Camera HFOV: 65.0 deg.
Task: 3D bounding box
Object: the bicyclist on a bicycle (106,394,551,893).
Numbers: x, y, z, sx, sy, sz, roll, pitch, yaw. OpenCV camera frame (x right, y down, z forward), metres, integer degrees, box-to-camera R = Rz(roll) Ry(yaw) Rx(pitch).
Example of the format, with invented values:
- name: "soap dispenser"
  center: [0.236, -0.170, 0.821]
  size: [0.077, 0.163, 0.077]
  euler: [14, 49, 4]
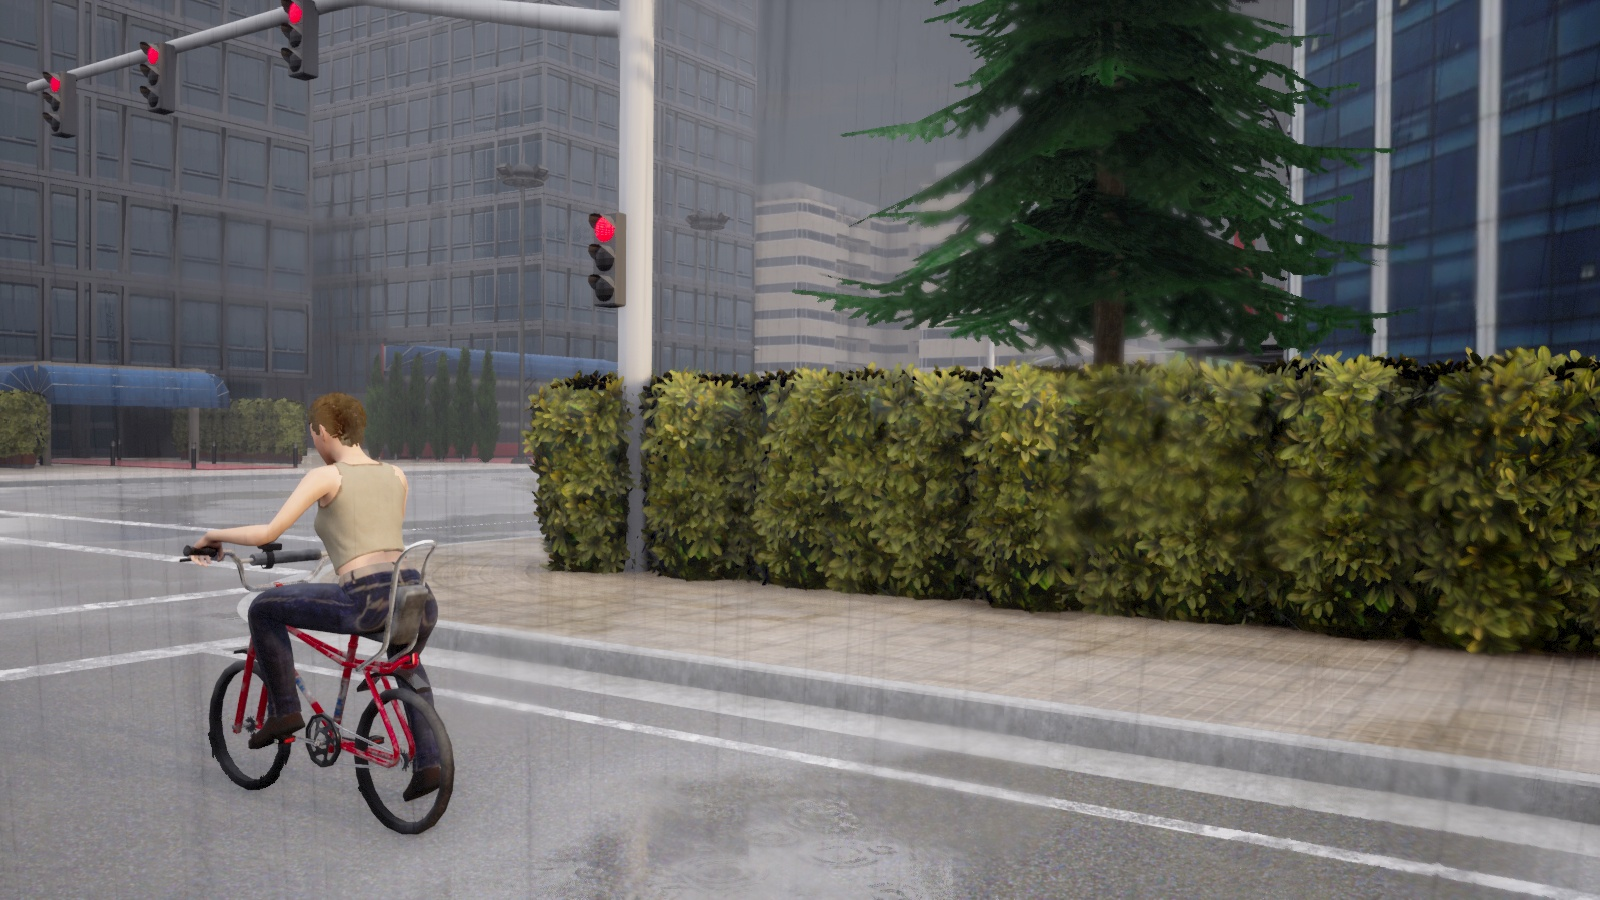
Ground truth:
- name: "bicyclist on a bicycle"
  center: [-1.824, 0.618, 4.828]
  size: [1.509, 1.612, 0.866]
  euler: [0, 1, 34]
